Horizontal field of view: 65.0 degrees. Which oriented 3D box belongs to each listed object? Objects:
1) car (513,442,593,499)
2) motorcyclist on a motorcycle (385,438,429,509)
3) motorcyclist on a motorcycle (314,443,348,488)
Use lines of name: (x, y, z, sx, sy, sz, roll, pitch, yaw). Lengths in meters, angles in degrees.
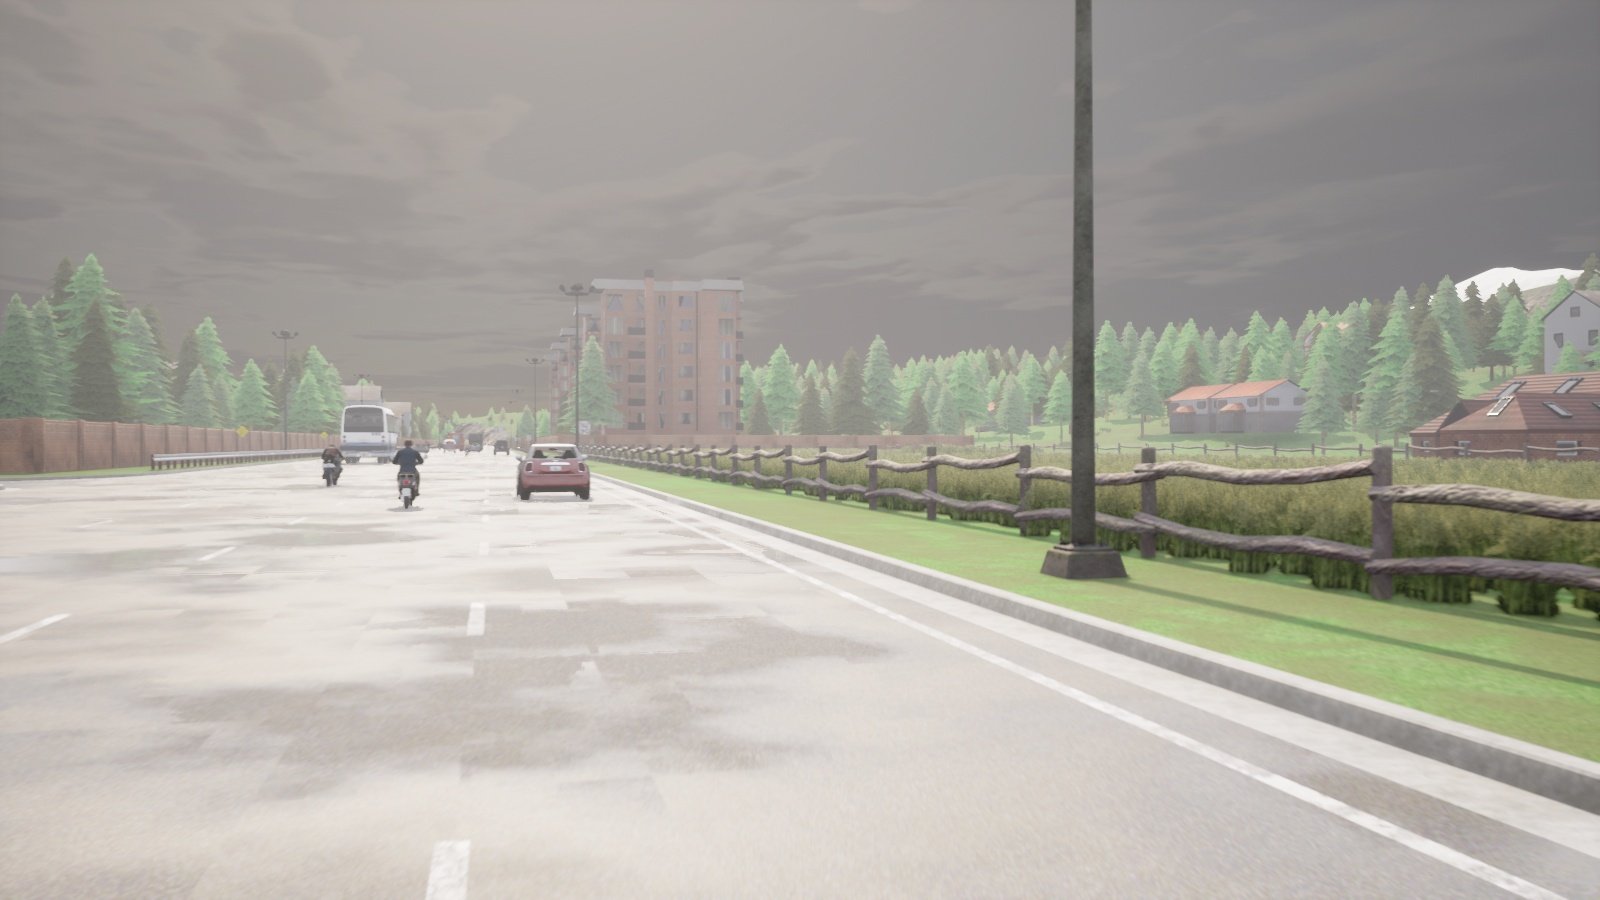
car: (-6.852, 0.511, 34.590, 1.970, 1.475, 3.806, 0, 0, -14)
motorcyclist on a motorcycle: (-9.104, 0.528, 29.122, 0.866, 1.590, 1.817, 0, 0, -14)
motorcyclist on a motorcycle: (-16.339, 0.521, 43.777, 0.866, 1.530, 2.191, 0, 0, -14)
